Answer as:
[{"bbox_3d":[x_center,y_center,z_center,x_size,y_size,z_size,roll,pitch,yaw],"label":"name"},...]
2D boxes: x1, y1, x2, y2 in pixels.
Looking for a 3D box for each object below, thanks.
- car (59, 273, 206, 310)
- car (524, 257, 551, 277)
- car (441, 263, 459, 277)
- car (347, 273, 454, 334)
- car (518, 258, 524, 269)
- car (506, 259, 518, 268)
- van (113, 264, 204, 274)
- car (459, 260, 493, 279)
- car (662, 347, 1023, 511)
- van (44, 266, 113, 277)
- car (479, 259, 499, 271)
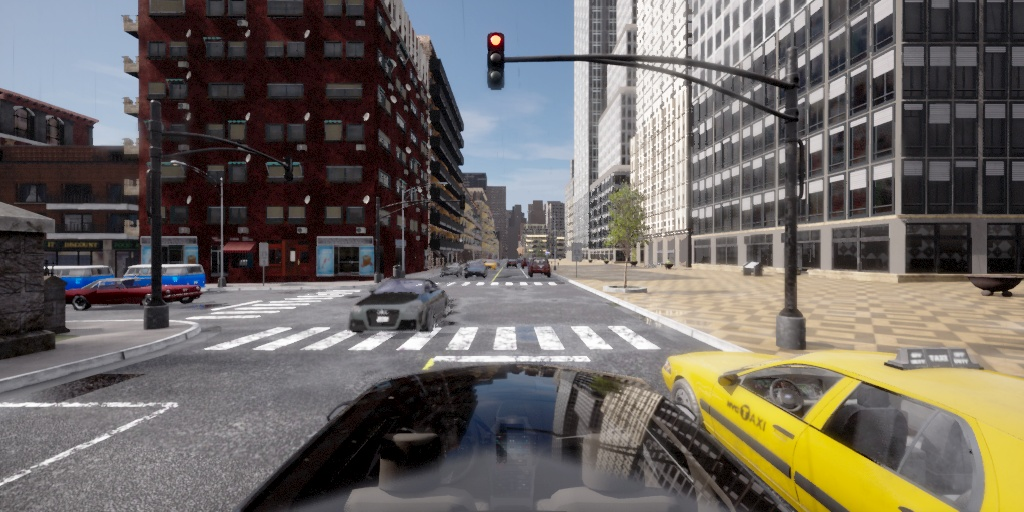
[{"bbox_3d":[-16.578,1.603,15.758,4.718,1.301,1.895,-1,0,-1],"label":"car"},{"bbox_3d":[2.616,1.074,34.796,2.192,1.841,5.009,0,0,0],"label":"car"},{"bbox_3d":[-5.764,1.310,34.777,2.007,1.370,4.403,0,0,0],"label":"car"},{"bbox_3d":[-3.124,1.358,10.643,1.994,1.385,4.181,0,-1,0],"label":"car"},{"bbox_3d":[2.566,1.099,56.901,2.192,1.841,5.009,0,0,0],"label":"car"},{"bbox_3d":[-0.037,1.301,63.554,1.837,1.490,4.892,0,0,0],"label":"car"},{"bbox_3d":[-20.810,1.391,21.502,3.998,1.789,1.690,0,0,-1],"label":"van"},{"bbox_3d":[-3.169,1.305,32.647,2.033,1.411,5.357,0,0,0],"label":"car"},{"bbox_3d":[2.690,1.275,2.554,1.751,1.417,4.829,0,0,0],"label":"car"},{"bbox_3d":[-26.348,1.481,21.439,3.998,1.789,1.690,0,0,-1],"label":"van"},{"bbox_3d":[-3.204,1.252,49.852,1.882,1.535,5.008,0,0,0],"label":"car"}]
